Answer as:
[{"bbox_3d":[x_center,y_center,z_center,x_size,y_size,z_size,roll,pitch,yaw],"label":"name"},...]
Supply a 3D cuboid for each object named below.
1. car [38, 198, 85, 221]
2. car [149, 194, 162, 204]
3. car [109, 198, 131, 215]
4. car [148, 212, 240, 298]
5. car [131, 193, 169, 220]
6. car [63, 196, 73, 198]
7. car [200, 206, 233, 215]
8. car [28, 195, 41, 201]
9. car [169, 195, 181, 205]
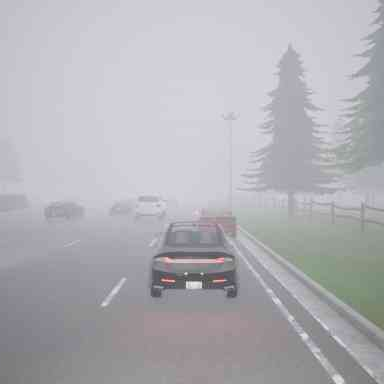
[{"bbox_3d":[-10.396,1.491,27.474,2.128,1.511,4.902,0,0,0],"label":"car"},{"bbox_3d":[-6.891,1.351,63.016,2.097,1.767,4.553,0,0,0],"label":"car"},{"bbox_3d":[-6.896,1.564,33.360,1.994,1.385,4.181,0,0,0],"label":"car"},{"bbox_3d":[0.054,1.492,8.510,2.128,1.511,4.902,0,0,0],"label":"car"},{"bbox_3d":[-3.396,1.221,28.068,2.150,2.045,5.566,0,0,0],"label":"car"},{"bbox_3d":[-22.556,1.477,60.582,1.882,1.535,5.008,0,0,-28],"label":"car"},{"bbox_3d":[1.227,1.478,17.852,1.882,1.535,5.008,0,0,0],"label":"car"},{"bbox_3d":[-39.457,1.525,83.071,2.128,1.511,4.902,0,0,-44],"label":"car"},{"bbox_3d":[-3.393,1.601,56.978,1.895,1.301,4.718,0,0,0],"label":"car"}]
